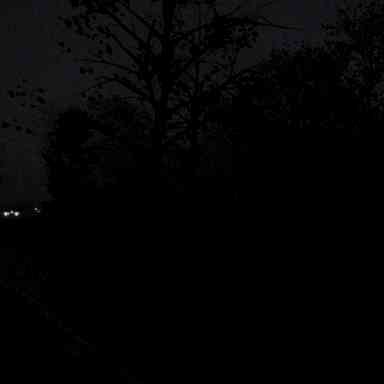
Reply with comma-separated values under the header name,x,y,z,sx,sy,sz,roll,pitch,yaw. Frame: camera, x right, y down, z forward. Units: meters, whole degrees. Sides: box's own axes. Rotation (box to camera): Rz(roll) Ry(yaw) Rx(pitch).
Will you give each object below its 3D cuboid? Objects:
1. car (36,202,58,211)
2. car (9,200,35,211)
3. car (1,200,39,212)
name,x,y,z,sx,sy,sz,roll,pitch,yaw
car,-23.901,2.385,54.995,1.994,1.385,4.181,0,-2,-3
car,-27.325,2.135,53.711,2.097,1.767,4.553,0,-2,-3
car,-23.443,2.050,45.650,2.033,1.411,5.357,0,-2,-2
